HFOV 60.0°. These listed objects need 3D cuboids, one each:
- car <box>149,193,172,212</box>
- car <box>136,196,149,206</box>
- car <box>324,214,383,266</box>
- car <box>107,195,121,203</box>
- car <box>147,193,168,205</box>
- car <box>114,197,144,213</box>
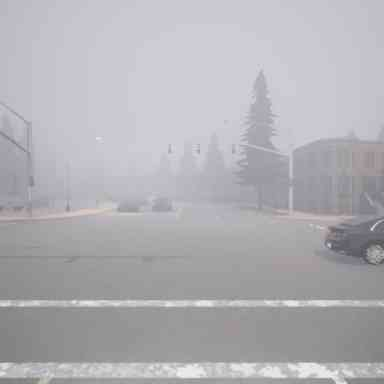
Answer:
[{"bbox_3d":[-3.322,1.296,37.602,2.097,1.767,4.553,0,0,-2],"label":"car"},{"bbox_3d":[-8.083,1.400,51.422,1.882,1.535,5.008,0,0,-15],"label":"car"},{"bbox_3d":[6.939,1.501,10.956,4.892,1.490,1.837,0,0,0],"label":"car"},{"bbox_3d":[-15.281,1.296,66.803,1.882,1.535,5.008,0,0,-38],"label":"car"},{"bbox_3d":[-5.906,1.139,56.336,2.150,2.045,5.566,0,0,-20],"label":"car"},{"bbox_3d":[-6.777,1.509,36.049,1.994,1.385,4.181,0,0,-1],"label":"car"}]
